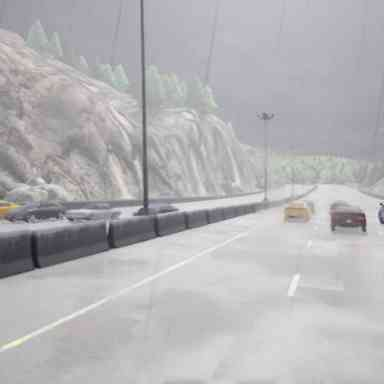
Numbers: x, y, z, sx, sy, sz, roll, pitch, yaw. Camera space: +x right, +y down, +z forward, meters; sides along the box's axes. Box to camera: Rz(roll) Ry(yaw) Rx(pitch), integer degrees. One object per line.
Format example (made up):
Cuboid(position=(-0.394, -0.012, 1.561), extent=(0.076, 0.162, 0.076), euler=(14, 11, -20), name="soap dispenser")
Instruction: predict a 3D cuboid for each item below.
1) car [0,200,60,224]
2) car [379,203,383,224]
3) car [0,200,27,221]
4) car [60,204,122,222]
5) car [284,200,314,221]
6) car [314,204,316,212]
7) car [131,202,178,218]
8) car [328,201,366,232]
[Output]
Cuboid(position=(-11.517, 1.465, 24.911), extent=(1.837, 1.490, 4.892), euler=(0, 0, 22), name="car")
Cuboid(position=(14.254, 1.340, 22.627), extent=(2.150, 2.045, 5.566), euler=(0, 0, 22), name="car")
Cuboid(position=(-15.222, 1.414, 25.103), extent=(1.882, 1.535, 5.008), euler=(0, 0, 22), name="car")
Cuboid(position=(-7.476, 1.587, 25.537), extent=(1.895, 1.301, 4.718), euler=(0, 0, 22), name="car")
Cuboid(position=(9.097, 1.572, 28.495), extent=(1.882, 1.535, 5.008), euler=(0, 0, 22), name="car")
Cuboid(position=(13.478, 1.684, 39.136), extent=(2.033, 1.411, 5.357), euler=(0, 0, 22), name="car")
Cuboid(position=(-2.875, 1.565, 27.516), extent=(2.033, 1.411, 5.357), euler=(0, 0, 22), name="car")
Cuboid(position=(9.897, 1.567, 21.242), extent=(1.882, 1.535, 5.008), euler=(0, -1, 22), name="car")
